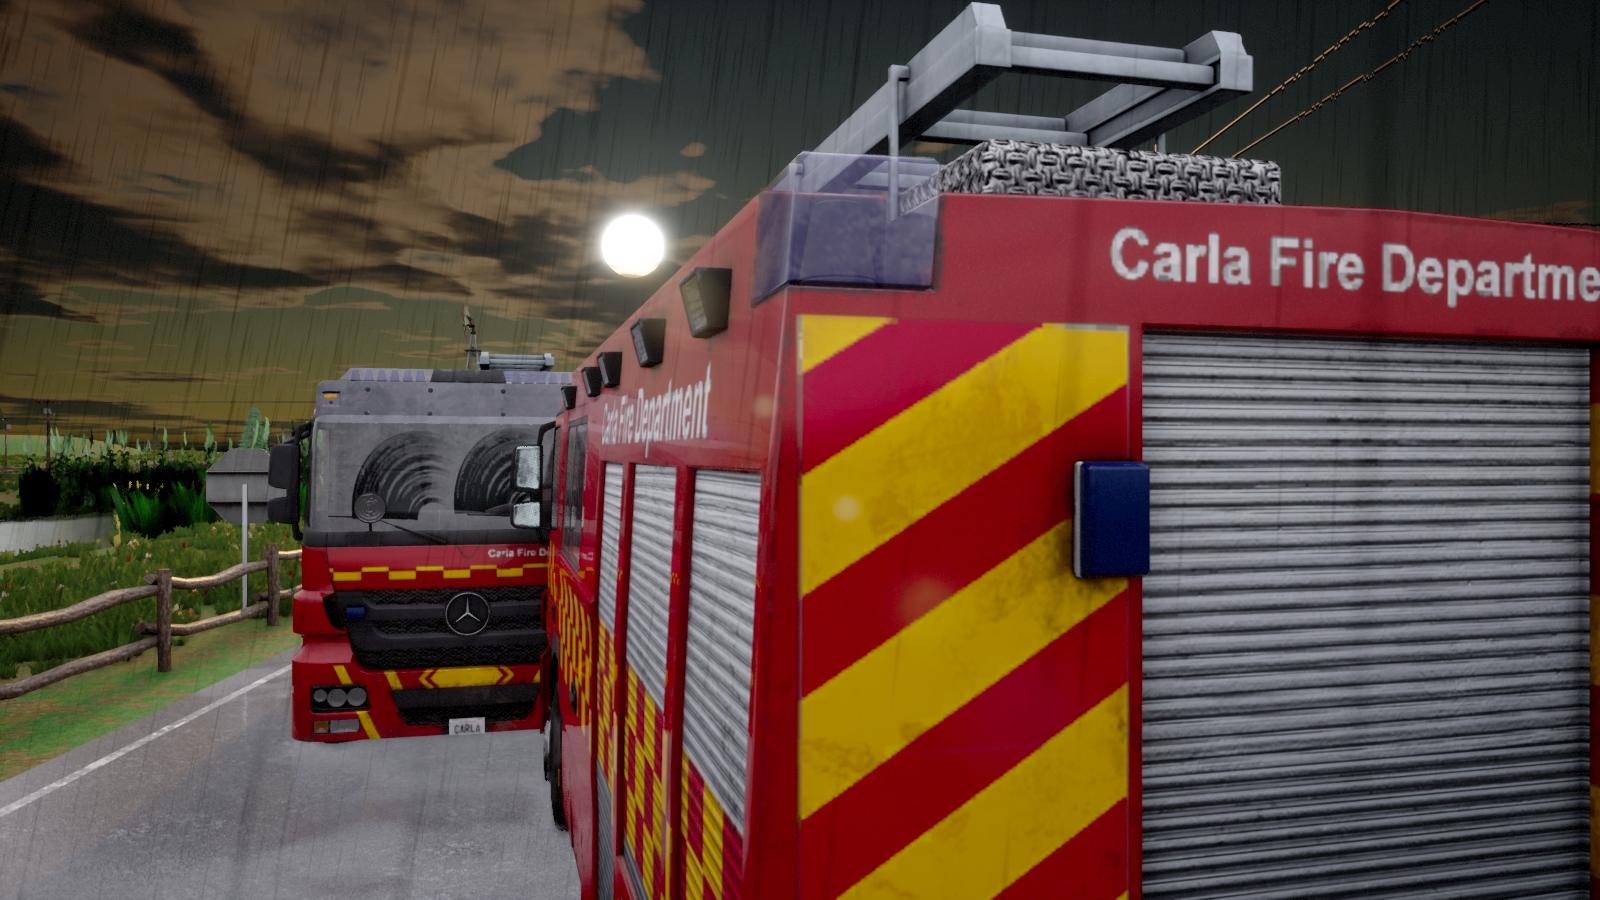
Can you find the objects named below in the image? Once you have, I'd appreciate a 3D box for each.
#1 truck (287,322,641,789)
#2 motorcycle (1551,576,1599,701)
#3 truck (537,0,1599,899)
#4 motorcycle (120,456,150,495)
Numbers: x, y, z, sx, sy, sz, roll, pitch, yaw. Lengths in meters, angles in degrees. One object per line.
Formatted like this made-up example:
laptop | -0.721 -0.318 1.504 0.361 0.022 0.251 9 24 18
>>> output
truck | -3.921 0.862 13.840 2.891 3.827 8.468 0 0 -15
motorcycle | 9.774 2.142 13.106 1.805 1.316 0.856 0 0 -7
truck | 0.078 0.867 6.873 2.891 3.827 8.468 0 0 -15
motorcycle | -41.391 1.577 71.120 0.803 2.348 2.033 0 0 -4
